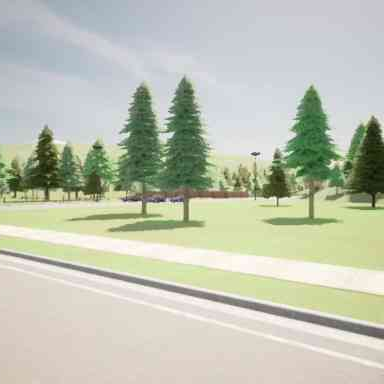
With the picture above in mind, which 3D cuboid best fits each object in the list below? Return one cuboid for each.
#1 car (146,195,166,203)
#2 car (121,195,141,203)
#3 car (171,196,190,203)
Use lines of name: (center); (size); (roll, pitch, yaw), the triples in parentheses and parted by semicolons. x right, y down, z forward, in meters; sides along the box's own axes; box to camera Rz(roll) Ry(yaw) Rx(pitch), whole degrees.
car: (-7.271, 1.389, 67.571); (2.097, 1.767, 4.553); (0, 0, 36)
car: (-13.059, 1.470, 71.480); (1.837, 1.490, 4.892); (0, 0, 36)
car: (-2.378, 1.512, 68.337); (1.882, 1.535, 5.008); (0, 0, 36)
